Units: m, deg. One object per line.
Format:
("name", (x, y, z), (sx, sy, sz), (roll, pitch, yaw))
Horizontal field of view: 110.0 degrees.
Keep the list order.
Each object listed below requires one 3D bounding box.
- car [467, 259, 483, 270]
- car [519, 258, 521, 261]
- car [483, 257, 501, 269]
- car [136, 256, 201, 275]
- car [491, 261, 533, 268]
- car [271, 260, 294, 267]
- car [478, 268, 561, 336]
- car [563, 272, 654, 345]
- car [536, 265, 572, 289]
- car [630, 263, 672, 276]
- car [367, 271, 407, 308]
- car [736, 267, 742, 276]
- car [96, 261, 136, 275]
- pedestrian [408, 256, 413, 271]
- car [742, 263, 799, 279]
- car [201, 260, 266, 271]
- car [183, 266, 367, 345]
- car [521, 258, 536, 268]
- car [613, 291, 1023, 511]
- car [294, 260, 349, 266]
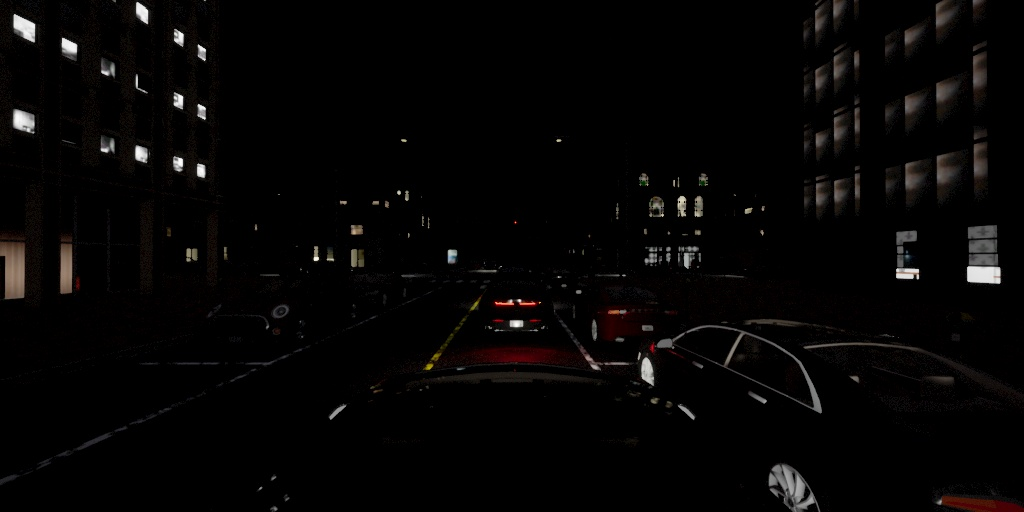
("car", (-5.693, 1.338, 53.132), (1.802, 1.307, 4.207), (0, 0, 0))
("car", (2.687, 1.340, 64.161), (1.802, 1.307, 4.207), (0, 0, 0))
("car", (-3.087, 1.234, 53.804), (1.882, 1.535, 5.008), (0, 0, 1))
("car", (-30.953, 0.917, 33.215), (5.009, 1.841, 2.192), (0, 0, 1))
("car", (0.095, 1.230, 20.552), (1.882, 1.535, 5.008), (0, 0, 2))
("car", (-25.456, 1.197, 41.512), (4.829, 1.417, 1.751), (0, 0, 1))
("car", (0.100, 1.255, 10.363), (1.837, 1.490, 4.892), (0, 0, 0))
("car", (2.690, 1.296, 9.345), (1.888, 1.381, 4.507), (0, 0, 0))
("car", (2.690, 1.302, 20.729), (2.007, 1.370, 4.403), (0, 0, 0))
("car", (14.809, 1.403, 38.306), (4.181, 1.385, 1.994), (0, 0, 1))
("car", (-5.691, 1.302, 15.053), (2.007, 1.370, 4.403), (0, 0, 0))
("car", (26.453, 1.422, 38.128), (4.674, 1.442, 1.812), (0, 0, 1))
("car", (-36.490, 1.130, 33.300), (4.403, 1.370, 2.007), (0, 0, 1))
("pedestrian", (-12.554, 0.885, 44.265), (0.375, 1.860, 0.375), (0, -1, 1))
("car", (23.641, 1.433, 32.343), (4.207, 1.307, 1.802), (0, 0, 1))
("car", (-25.417, 1.177, 33.130), (4.403, 1.370, 2.007), (0, 0, 1))
("car", (-5.690, 1.190, 9.361), (1.967, 1.591, 4.097), (0, 0, 0))
("car", (2.687, 1.322, 53.119), (1.948, 1.339, 4.313), (0, 0, 0))
("car", (2.691, 1.301, 3.653), (2.007, 1.370, 4.403), (0, 0, 0))
("car", (-18.334, 1.162, 35.616), (4.902, 1.511, 2.128), (0, 0, 1))
